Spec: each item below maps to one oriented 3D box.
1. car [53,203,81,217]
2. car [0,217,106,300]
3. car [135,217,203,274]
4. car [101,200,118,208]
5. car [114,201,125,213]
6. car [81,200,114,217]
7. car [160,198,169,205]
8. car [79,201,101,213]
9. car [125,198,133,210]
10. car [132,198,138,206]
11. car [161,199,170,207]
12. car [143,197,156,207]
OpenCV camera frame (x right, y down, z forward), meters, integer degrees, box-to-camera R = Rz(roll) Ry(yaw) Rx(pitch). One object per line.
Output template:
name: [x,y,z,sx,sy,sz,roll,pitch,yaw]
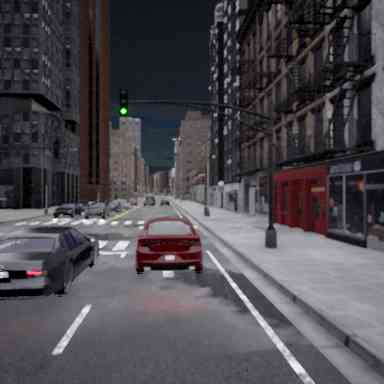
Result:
car: [-12.641,1.860,34.324,2.033,1.411,5.357,0,0,-5]
car: [-3.790,1.626,8.742,2.033,1.411,5.357,0,0,-5]
car: [-0.761,1.571,11.027,1.882,1.535,5.008,0,-1,-4]
car: [-14.654,2.079,59.013,2.033,1.411,5.357,0,-1,-4]
car: [-10.050,1.884,42.404,1.837,1.490,4.892,0,0,-5]
car: [-9.272,1.801,33.022,1.837,1.490,4.892,0,-1,-5]
car: [-6.127,2.195,74.850,2.033,1.411,5.357,0,0,-5]
car: [-13.439,1.925,44.132,1.812,1.442,4.674,0,0,-5]
car: [-10.872,2.069,52.398,1.895,1.301,4.718,0,0,-5]
car: [-11.950,1.942,66.298,2.097,1.767,4.553,0,0,-5]
car: [-5.168,2.069,64.516,1.837,1.490,4.892,0,-1,-5]
car: [-8.502,2.178,65.388,1.895,1.301,4.718,0,-1,-5]
